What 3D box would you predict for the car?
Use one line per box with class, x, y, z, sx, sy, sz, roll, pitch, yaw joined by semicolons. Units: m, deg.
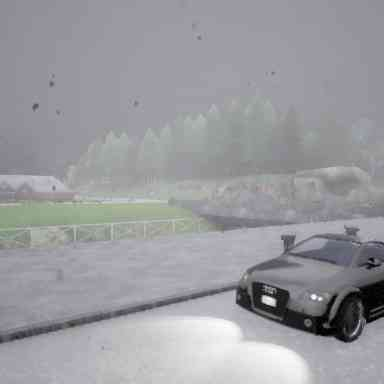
car;2.861;1.564;6.501;4.181;1.385;1.994;0;0;-35
